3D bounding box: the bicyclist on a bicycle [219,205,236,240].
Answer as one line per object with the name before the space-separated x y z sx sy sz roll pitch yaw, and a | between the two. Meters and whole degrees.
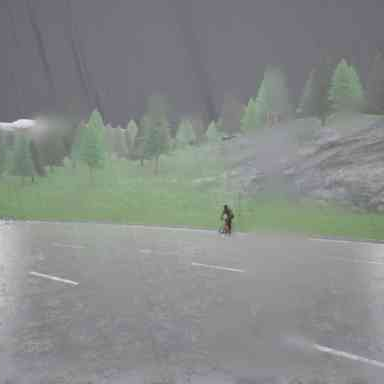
bicyclist on a bicycle | 1.725 1.440 16.081 0.582 1.620 1.656 0 1 35
